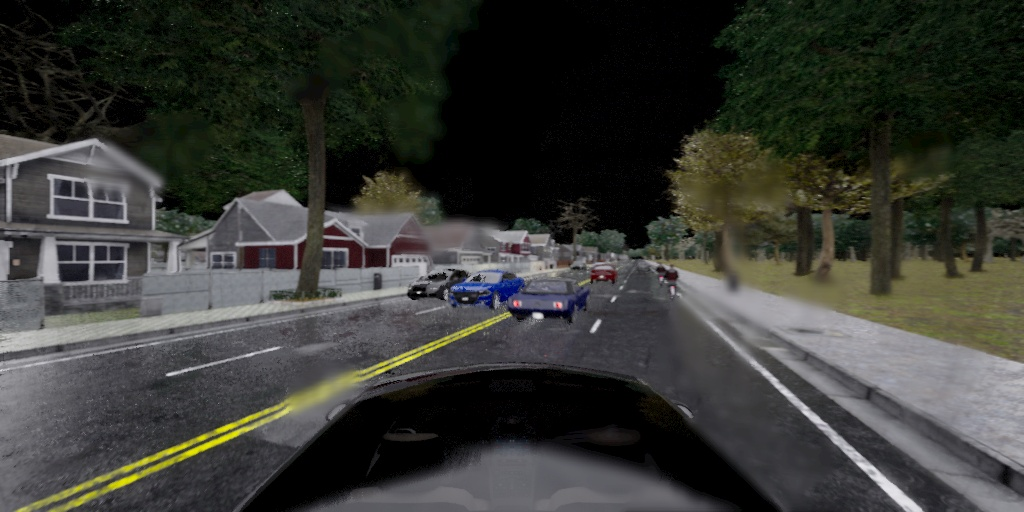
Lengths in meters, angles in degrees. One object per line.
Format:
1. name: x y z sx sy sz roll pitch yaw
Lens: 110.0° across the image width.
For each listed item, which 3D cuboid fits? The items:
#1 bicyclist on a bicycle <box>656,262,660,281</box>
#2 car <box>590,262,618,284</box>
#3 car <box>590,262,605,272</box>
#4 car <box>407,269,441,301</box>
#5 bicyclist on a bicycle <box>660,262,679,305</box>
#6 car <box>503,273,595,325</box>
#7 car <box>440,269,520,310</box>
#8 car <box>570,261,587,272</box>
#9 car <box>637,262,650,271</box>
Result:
1. bicyclist on a bicycle: 9.991 1.272 24.094 0.659 1.776 1.843 -1 0 20
2. car: 7.675 1.444 29.617 1.882 1.535 5.008 -1 -1 20
3. car: 13.336 1.713 55.604 1.812 1.442 4.674 -1 -1 20
4. car: -3.419 1.428 18.532 1.837 1.490 4.892 -1 -1 20
5. bicyclist on a bicycle: 6.954 1.209 15.620 0.659 1.776 1.843 -1 0 20
6. car: 1.503 1.440 12.397 1.895 1.301 4.718 -1 -1 20
7. car: -0.935 1.362 15.836 1.882 1.535 5.008 -1 -1 20
8. car: 10.745 1.575 57.997 2.097 1.767 4.553 -1 -1 20
9. car: 21.641 1.666 58.966 2.128 1.511 4.902 -1 0 20
